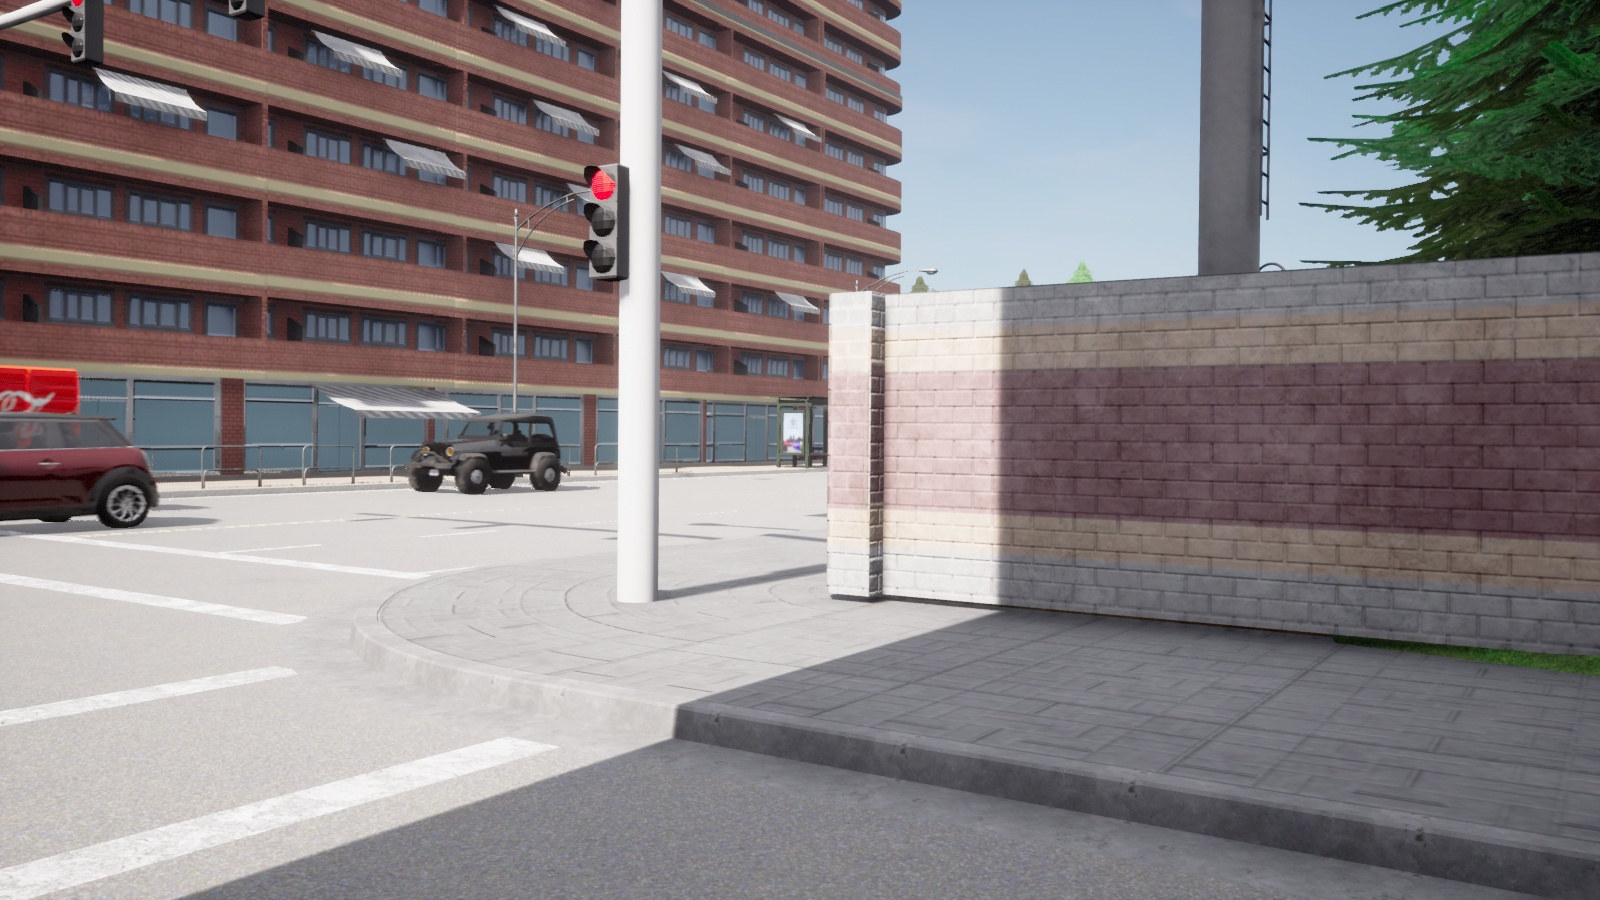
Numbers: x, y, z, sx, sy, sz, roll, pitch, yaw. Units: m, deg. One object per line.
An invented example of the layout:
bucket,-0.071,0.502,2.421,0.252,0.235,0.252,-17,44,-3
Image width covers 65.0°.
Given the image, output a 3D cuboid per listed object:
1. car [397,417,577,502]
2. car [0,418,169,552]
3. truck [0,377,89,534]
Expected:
car,-7.378,0.187,29.906,1.905,1.878,3.866,0,1,33
car,-11.438,0.459,17.195,2.097,1.767,4.553,0,1,32
truck,-14.319,0.108,19.321,2.627,2.467,5.204,0,1,33
